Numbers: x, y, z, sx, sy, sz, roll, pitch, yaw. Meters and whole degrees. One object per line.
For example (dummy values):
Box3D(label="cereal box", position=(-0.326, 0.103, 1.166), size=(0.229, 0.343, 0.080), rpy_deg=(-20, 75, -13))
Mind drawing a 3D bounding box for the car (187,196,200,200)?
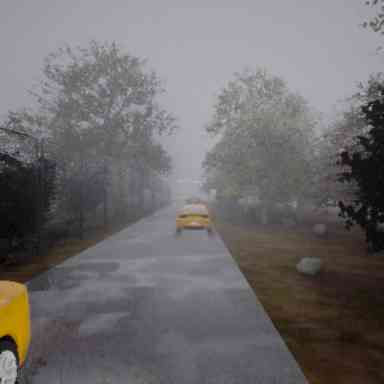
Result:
Box3D(label="car", position=(0.183, 1.339, 40.348), size=(2.097, 1.767, 4.553), rpy_deg=(0, 0, 0))

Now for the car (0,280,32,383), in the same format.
Box3D(label="car", position=(-2.844, 1.477, 1.915), size=(1.882, 1.535, 5.008), rpy_deg=(0, 0, 0))

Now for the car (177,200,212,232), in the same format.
Box3D(label="car", position=(0.128, 1.471, 19.866), size=(1.882, 1.535, 5.008), rpy_deg=(0, 0, 0))
